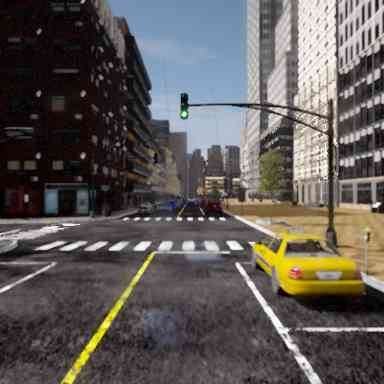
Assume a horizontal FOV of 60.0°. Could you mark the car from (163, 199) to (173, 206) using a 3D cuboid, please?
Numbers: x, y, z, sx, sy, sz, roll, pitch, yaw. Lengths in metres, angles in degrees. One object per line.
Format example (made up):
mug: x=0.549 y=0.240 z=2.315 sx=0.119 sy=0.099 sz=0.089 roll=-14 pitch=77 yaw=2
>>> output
car: x=-5.748 y=2.393 z=79.741 sx=1.967 sy=1.590 sz=4.097 roll=0 pitch=-1 yaw=0

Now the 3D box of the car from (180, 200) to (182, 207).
car: x=-3.107 y=2.185 z=58.392 sx=1.837 sy=1.490 sz=4.892 roll=0 pitch=-1 yaw=0

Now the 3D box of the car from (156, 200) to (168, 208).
car: x=-5.736 y=2.286 z=63.160 sx=1.887 sy=1.381 sz=4.507 roll=0 pitch=-1 yaw=0

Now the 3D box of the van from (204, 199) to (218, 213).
van: x=2.654 y=1.876 z=46.590 sx=1.690 sy=1.788 sz=3.998 roll=0 pitch=-1 yaw=0

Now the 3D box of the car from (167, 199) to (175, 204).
car: x=-5.754 y=2.619 z=90.622 sx=1.752 sy=1.417 sz=4.829 roll=0 pitch=-1 yaw=0

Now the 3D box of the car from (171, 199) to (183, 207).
car: x=-3.047 y=2.321 z=68.636 sx=2.128 sy=1.511 sz=4.902 roll=0 pitch=-1 yaw=0

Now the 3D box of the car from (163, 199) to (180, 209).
car: x=-3.119 y=2.037 z=48.580 sx=1.882 sy=1.535 sz=5.008 roll=0 pitch=-1 yaw=0

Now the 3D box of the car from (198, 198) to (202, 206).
car: x=2.643 y=2.056 z=63.169 sx=2.192 sy=1.841 sz=5.009 roll=0 pitch=-1 yaw=0

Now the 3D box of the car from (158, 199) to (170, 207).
car: x=-5.741 y=2.251 z=68.689 sx=1.967 sy=1.590 sz=4.097 roll=0 pitch=-1 yaw=0

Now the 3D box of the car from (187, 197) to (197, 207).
car: x=-0.047 y=2.384 z=70.250 sx=1.994 sy=1.385 sz=4.181 roll=0 pitch=-1 yaw=0

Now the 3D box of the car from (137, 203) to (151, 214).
car: x=-5.720 y=2.019 z=41.056 sx=2.008 sy=1.369 sz=4.403 roll=0 pitch=-1 yaw=0

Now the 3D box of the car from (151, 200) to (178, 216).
car: x=-3.123 y=1.989 z=38.760 sx=2.033 sy=1.411 sz=5.357 roll=0 pitch=-1 yaw=0

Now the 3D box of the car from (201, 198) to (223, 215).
car: x=2.658 y=1.784 z=41.065 sx=2.192 sy=1.841 sz=5.009 roll=0 pitch=-1 yaw=0

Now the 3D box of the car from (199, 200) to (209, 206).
car: x=2.636 y=2.427 z=74.219 sx=1.887 sy=1.381 sz=4.507 roll=0 pitch=-1 yaw=0

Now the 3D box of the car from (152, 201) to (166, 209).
car: x=-5.732 y=2.222 z=57.635 sx=2.008 sy=1.369 sz=4.403 roll=0 pitch=-1 yaw=0

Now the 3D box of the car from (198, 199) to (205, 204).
car: x=2.625 y=2.624 z=90.968 sx=1.752 sy=1.417 sz=4.829 roll=0 pitch=-1 yaw=0

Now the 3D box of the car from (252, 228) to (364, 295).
car: x=2.681 y=1.624 z=8.822 sx=1.752 sy=1.417 sz=4.829 roll=0 pitch=-1 yaw=0

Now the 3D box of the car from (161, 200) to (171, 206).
car: x=-5.744 y=2.464 z=74.213 sx=1.802 sy=1.307 sz=4.206 roll=0 pitch=-1 yaw=0
